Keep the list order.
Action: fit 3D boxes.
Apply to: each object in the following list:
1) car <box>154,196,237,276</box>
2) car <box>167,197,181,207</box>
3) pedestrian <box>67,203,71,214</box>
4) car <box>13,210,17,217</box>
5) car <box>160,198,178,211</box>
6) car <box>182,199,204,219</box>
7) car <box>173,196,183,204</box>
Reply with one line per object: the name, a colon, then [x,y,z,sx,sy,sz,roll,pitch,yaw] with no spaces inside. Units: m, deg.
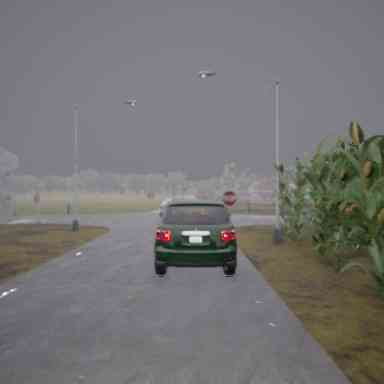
car: [0.098,1.224,10.529,2.150,2.045,5.566,0,0,0]
car: [-2.832,1.600,52.816,1.994,1.385,4.181,0,0,0]
pedestrian: [-12.183,1.641,32.884,0.500,1.100,0.500,0,1,0]
car: [-17.197,1.628,26.889,5.357,1.411,2.033,0,1,0]
car: [-2.882,1.551,42.464,1.812,1.442,4.674,0,0,1]
car: [0.099,1.492,30.592,1.882,1.535,5.008,0,0,0]
car: [-2.754,1.530,66.733,1.882,1.535,5.008,0,0,0]
